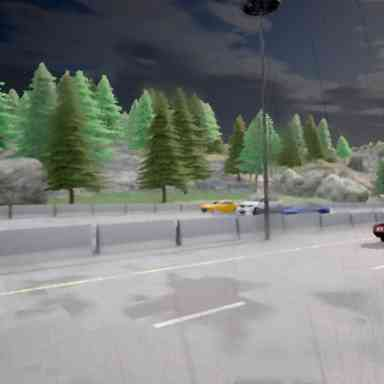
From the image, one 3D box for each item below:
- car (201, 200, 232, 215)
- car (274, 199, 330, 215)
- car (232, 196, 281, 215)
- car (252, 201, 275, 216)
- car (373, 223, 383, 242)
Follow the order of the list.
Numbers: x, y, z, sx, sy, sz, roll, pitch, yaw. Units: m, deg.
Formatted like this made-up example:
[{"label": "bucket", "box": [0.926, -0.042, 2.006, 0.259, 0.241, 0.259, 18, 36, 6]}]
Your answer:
[{"label": "car", "box": [3.233, 1.630, 36.391, 5.008, 1.535, 1.882, 1, 0, -35]}, {"label": "car", "box": [9.539, 1.633, 27.993, 5.008, 1.535, 1.882, 1, 0, -35]}, {"label": "car", "box": [7.303, 1.402, 34.993, 5.566, 2.045, 2.150, 1, 0, -35]}, {"label": "car", "box": [8.220, 1.766, 31.353, 4.718, 1.301, 1.895, 1, 0, -35]}, {"label": "car", "box": [10.506, 1.692, 15.543, 4.718, 1.301, 1.895, 1, 0, -36]}]
